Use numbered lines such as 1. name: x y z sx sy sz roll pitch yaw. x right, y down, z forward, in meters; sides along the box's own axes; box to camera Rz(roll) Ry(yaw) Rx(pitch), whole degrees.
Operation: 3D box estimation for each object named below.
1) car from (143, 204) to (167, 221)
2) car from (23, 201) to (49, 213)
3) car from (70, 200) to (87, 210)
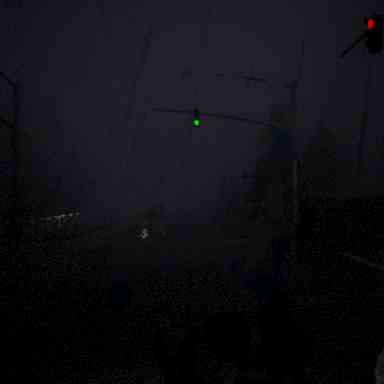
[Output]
1. car: -3.499 1.896 32.216 1.882 1.535 5.008 0 -1 0
2. car: -20.508 1.939 43.723 1.970 1.475 3.806 0 -1 0
3. car: -17.454 2.022 51.114 1.845 1.501 3.633 0 -1 0
